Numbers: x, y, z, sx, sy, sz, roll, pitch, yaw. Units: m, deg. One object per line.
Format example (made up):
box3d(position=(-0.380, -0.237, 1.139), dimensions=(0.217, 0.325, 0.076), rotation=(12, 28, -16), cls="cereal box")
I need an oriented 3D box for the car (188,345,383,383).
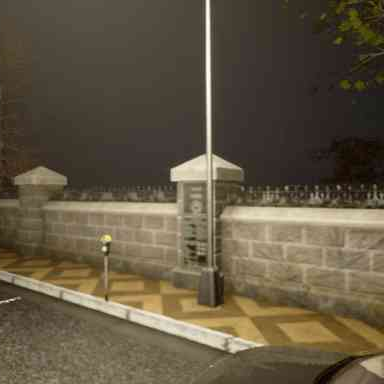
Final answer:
box3d(position=(1.801, 1.550, 1.596), dimensions=(4.403, 1.369, 2.008), rotation=(0, 0, 36), cls="car")
